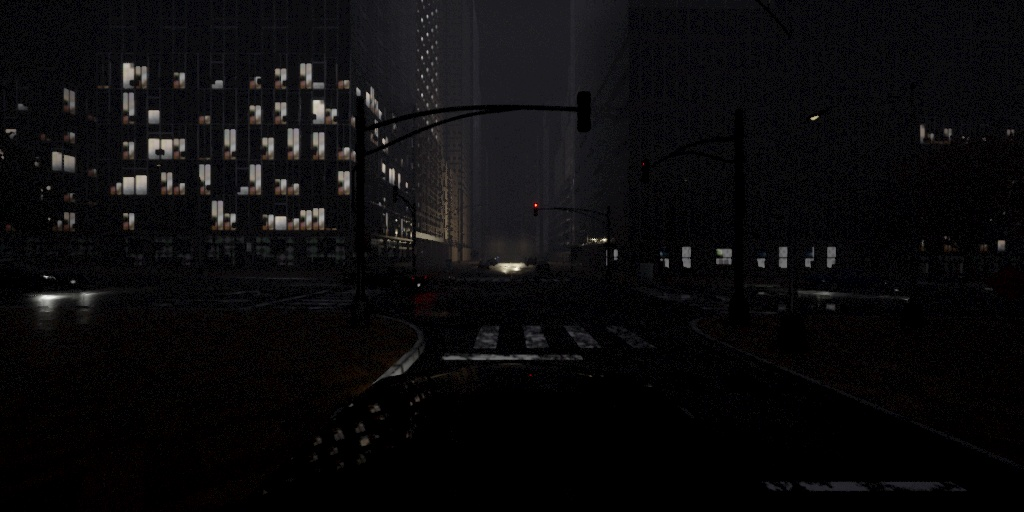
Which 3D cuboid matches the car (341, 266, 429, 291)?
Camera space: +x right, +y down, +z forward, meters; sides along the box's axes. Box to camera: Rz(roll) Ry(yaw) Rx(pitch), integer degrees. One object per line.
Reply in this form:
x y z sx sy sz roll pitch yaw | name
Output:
-7.286 1.242 20.469 4.718 1.301 1.895 1 0 18 | car

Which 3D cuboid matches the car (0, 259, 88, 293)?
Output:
-22.733 0.880 16.575 4.674 1.442 1.812 1 0 -3 | car

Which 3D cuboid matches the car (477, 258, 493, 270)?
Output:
-4.051 1.333 51.727 1.802 1.307 4.207 0 0 0 | car

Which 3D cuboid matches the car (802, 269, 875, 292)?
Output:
23.458 1.669 25.445 5.008 1.535 1.882 1 0 -3 | car

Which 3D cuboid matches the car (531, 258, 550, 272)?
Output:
3.905 1.320 46.238 1.948 1.339 4.313 0 0 0 | car

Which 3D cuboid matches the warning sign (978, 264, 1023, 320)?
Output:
17.269 1.202 12.442 1.060 1.860 1.300 0 0 -3 | warning sign

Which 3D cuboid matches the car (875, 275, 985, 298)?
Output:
26.036 1.840 22.313 4.718 1.301 1.895 1 0 -3 | car
